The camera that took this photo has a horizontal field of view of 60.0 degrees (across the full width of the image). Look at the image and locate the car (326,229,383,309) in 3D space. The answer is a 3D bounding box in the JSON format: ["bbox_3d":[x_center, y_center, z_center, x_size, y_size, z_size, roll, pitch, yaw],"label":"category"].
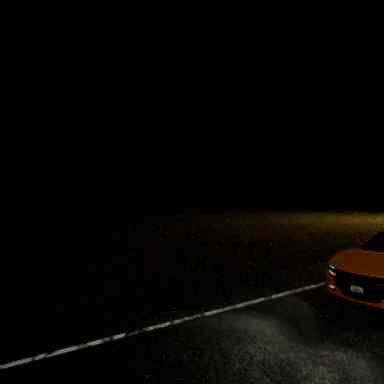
[{"bbox_3d":[5.094,1.556,7.628,5.008,1.535,1.882,1,0,-35],"label":"car"}]
